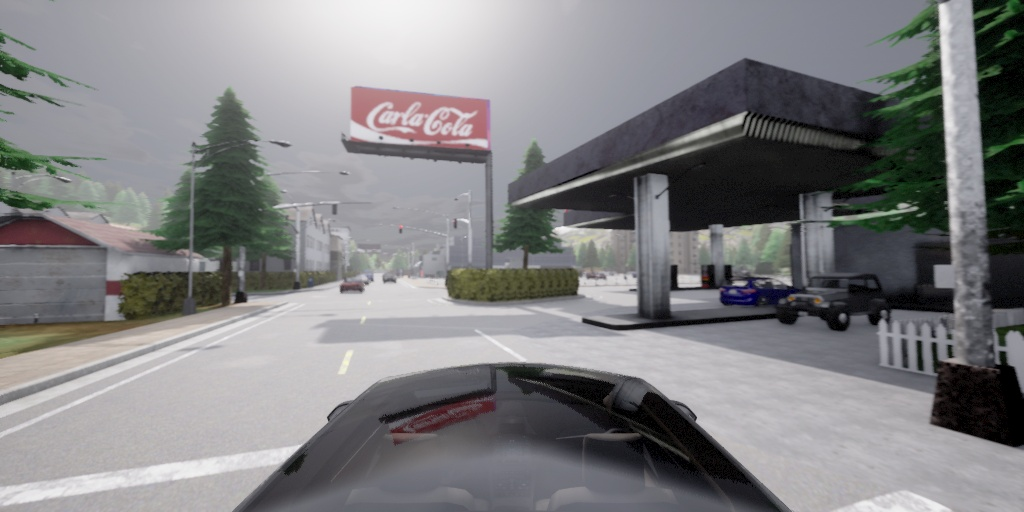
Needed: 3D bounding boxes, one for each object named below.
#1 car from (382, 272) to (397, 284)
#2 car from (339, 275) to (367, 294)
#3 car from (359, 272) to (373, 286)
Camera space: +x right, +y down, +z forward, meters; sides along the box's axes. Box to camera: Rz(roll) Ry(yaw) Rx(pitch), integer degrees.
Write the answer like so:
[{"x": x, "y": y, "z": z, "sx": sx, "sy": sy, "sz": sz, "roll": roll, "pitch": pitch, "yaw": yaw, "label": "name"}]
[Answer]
[{"x": -18.795, "y": 3.560, "z": 55.157, "sx": 1.895, "sy": 1.301, "sz": 4.718, "roll": 0, "pitch": -2, "yaw": -20, "label": "car"}, {"x": -14.726, "y": 2.704, "z": 33.117, "sx": 1.895, "sy": 1.301, "sz": 4.718, "roll": 0, "pitch": -1, "yaw": -20, "label": "car"}, {"x": -20.148, "y": 3.240, "z": 48.085, "sx": 2.033, "sy": 1.411, "sz": 5.357, "roll": 0, "pitch": -2, "yaw": -20, "label": "car"}]
